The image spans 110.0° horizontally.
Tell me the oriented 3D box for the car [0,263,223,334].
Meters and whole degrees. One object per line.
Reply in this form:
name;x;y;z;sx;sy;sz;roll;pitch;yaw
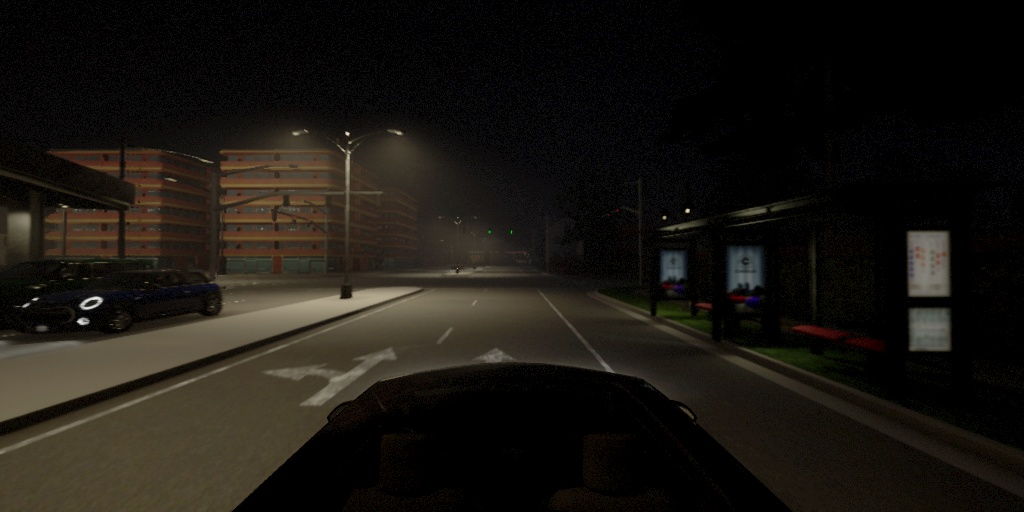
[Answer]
car;-11.559;1.222;11.078;2.097;1.767;4.553;0;-1;1

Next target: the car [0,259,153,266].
car;-15.070;1.108;12.031;2.150;2.045;5.566;0;-1;1

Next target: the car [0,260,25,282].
car;-49.753;1.383;33.482;5.566;2.045;2.150;0;-1;0
